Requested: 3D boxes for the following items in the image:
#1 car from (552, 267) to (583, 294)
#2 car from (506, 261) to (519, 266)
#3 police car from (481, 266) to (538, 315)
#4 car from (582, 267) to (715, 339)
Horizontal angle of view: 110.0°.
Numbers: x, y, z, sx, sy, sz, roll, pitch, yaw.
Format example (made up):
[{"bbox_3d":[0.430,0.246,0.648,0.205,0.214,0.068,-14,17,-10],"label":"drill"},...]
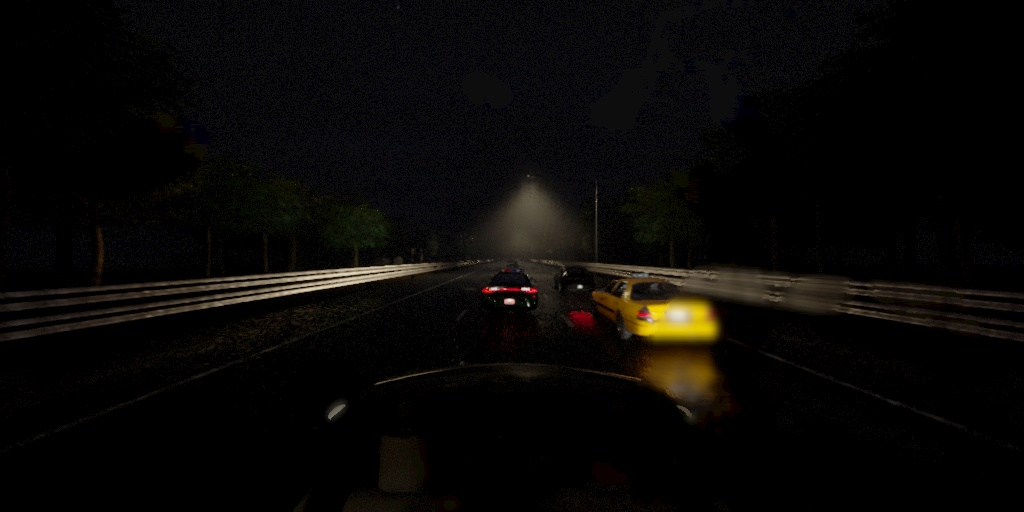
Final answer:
[{"bbox_3d":[3.502,1.345,20.905,1.837,1.490,4.892,0,0,0],"label":"car"},{"bbox_3d":[0.099,1.508,58.355,2.128,1.511,4.902,0,0,0],"label":"car"},{"bbox_3d":[-0.059,1.311,13.964,2.038,1.542,4.974,0,-1,0],"label":"police car"},{"bbox_3d":[3.501,1.246,10.095,1.801,1.575,5.366,0,0,0],"label":"car"}]
